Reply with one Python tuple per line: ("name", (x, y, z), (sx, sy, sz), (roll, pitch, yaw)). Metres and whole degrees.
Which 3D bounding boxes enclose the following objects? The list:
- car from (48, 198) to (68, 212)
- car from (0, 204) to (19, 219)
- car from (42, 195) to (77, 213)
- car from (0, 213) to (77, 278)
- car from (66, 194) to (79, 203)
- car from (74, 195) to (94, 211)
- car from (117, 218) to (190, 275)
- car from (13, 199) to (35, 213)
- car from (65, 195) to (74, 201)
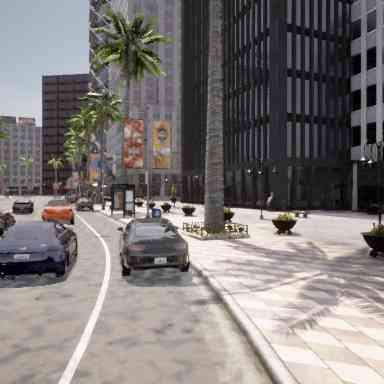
("car", (-16.081, 1.479, 39.941), (2.128, 1.511, 4.902), (0, 0, -23))
("car", (-10.957, 1.555, 18.094), (1.994, 1.385, 4.181), (0, 0, -21))
("car", (-10.050, 1.344, 24.991), (2.097, 1.767, 4.553), (0, 0, -22))
("car", (-4.671, 1.561, 10.133), (1.994, 1.385, 4.181), (0, 0, -14))
("car", (-24.413, 1.335, 67.836), (2.185, 1.767, 4.553), (0, 0, -23))
("car", (-13.163, 1.471, 40.701), (2.231, 1.521, 4.892), (0, 0, -23))
("car", (-1.312, 1.525, 10.435), (1.812, 1.442, 4.674), (0, 0, -13))
("car", (-18.407, 1.476, 36.412), (2.128, 1.511, 4.902), (0, 0, -23))
("car", (-32.535, 1.487, 88.208), (2.161, 1.482, 4.786), (0, 0, -23))
